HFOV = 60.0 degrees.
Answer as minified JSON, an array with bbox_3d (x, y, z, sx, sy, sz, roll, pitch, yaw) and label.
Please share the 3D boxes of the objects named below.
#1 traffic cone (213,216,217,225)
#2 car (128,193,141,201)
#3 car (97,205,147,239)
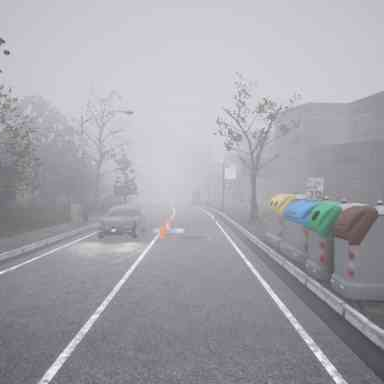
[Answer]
[{"bbox_3d":[1.506,1.913,22.069,0.340,0.580,0.340,0,0,6],"label":"traffic cone"},{"bbox_3d":[-14.448,1.279,83.267,2.150,2.045,5.566,-2,0,-22],"label":"car"},{"bbox_3d":[-3.501,1.472,17.255,1.837,1.490,4.892,0,0,0],"label":"car"}]
